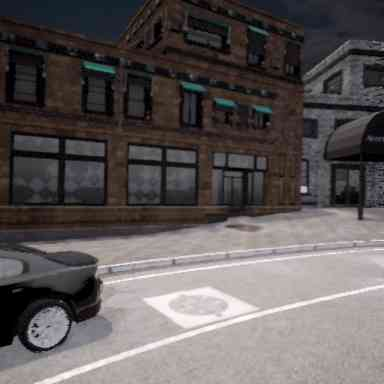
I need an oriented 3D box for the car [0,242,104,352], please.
[{"bbox_3d":[-3.671,1.431,4.336,5.008,1.535,1.882,0,0,-42],"label":"car"}]
